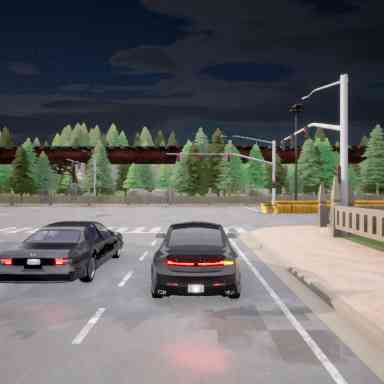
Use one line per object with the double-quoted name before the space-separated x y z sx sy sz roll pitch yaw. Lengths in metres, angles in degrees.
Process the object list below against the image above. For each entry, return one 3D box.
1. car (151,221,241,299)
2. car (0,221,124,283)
"car" 0.099 1.505 8.466 1.837 1.490 4.892 0 0 1
"car" -3.388 1.547 9.655 2.033 1.411 5.357 0 0 0
